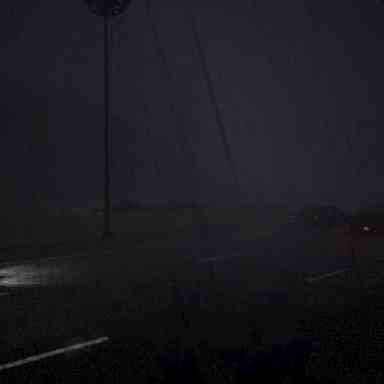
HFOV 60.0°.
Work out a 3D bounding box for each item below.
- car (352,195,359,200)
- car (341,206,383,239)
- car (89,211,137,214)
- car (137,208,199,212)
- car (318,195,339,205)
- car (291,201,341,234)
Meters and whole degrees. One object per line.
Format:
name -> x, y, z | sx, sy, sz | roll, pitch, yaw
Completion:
car -> 25.999, 1.213, 53.125 | 1.837, 1.490, 4.892 | 0, 1, 39
car -> 9.264, 1.383, 15.669 | 5.008, 1.535, 1.882 | 0, 0, -40
car -> -5.592, 1.442, 26.328 | 5.008, 1.535, 1.882 | 0, 0, -39
car -> -1.298, 1.433, 25.333 | 4.902, 1.511, 2.128 | 0, 0, -40
car -> 22.250, 1.292, 54.068 | 1.994, 1.385, 4.181 | 0, 0, 40
car -> 7.348, 1.435, 18.635 | 4.674, 1.442, 1.812 | 0, 0, -40
